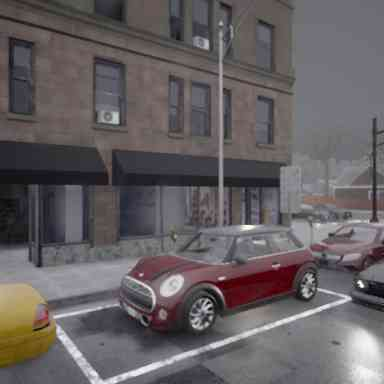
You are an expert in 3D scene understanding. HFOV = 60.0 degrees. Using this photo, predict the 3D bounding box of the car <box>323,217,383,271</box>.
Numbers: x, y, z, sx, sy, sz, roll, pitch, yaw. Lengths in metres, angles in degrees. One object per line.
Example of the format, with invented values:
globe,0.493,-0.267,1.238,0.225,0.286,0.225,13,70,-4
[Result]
car,5.116,1.586,9.846,4.206,1.307,1.802,0,0,-36

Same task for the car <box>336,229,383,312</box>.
car,5.479,1.551,6.861,5.357,1.411,2.033,0,0,-35

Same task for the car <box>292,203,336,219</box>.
car,8.821,1.633,27.082,1.812,1.442,4.674,0,0,-36

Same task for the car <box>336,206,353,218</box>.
car,11.591,1.670,28.792,1.994,1.385,4.181,0,0,-36

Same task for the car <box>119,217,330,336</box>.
car,0.627,1.442,6.636,4.097,1.590,1.967,0,0,-36

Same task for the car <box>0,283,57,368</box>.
car,-4.001,1.525,3.327,4.829,1.417,1.752,0,0,-36
